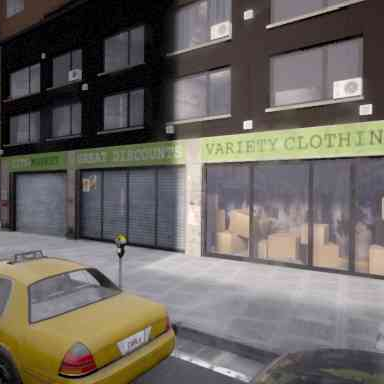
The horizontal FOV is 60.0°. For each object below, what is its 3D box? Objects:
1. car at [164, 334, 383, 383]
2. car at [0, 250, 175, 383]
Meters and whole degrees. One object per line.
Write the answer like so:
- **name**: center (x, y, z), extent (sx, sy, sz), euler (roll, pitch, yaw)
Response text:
- **car**: center (2.239, 1.551, 1.527), extent (4.403, 1.369, 2.008), euler (0, 1, 35)
- **car**: center (-2.499, 1.524, 4.796), extent (4.829, 1.417, 1.752), euler (0, 1, 35)
